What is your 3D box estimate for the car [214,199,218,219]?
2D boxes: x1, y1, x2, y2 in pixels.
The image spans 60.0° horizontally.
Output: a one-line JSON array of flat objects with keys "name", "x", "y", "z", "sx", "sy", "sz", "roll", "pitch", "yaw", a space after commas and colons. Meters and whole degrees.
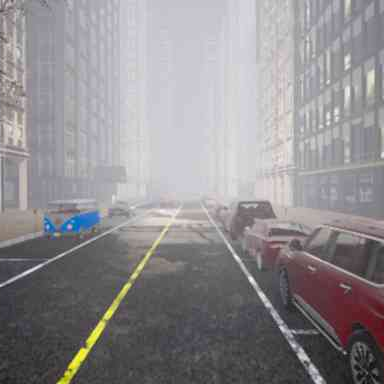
[{"name": "car", "x": 2.670, "y": 1.405, "z": 21.977, "sx": 1.752, "sy": 1.417, "sz": 4.829, "roll": 0, "pitch": 0, "yaw": 0}]

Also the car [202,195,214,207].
[{"name": "car", "x": 2.655, "y": 1.272, "z": 44.771, "sx": 1.752, "sy": 1.417, "sz": 4.829, "roll": 0, "pitch": 0, "yaw": 0}]

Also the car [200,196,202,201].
[{"name": "car", "x": 2.647, "y": 1.242, "z": 55.998, "sx": 1.947, "sy": 1.339, "sz": 4.313, "roll": 0, "pitch": 0, "yaw": 0}]

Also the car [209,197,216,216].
[{"name": "car", "x": 2.666, "y": 1.393, "z": 27.506, "sx": 1.887, "sy": 1.381, "sz": 4.507, "roll": 0, "pitch": 0, "yaw": 0}]

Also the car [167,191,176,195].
[{"name": "car", "x": -5.758, "y": 0.992, "z": 90.183, "sx": 1.887, "sy": 1.381, "sz": 4.507, "roll": 0, "pitch": 0, "yaw": 0}]

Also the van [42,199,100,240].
[{"name": "van", "x": -5.707, "y": 1.255, "z": 16.107, "sx": 1.690, "sy": 1.788, "sz": 3.998, "roll": 0, "pitch": 0, "yaw": 0}]

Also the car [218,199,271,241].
[{"name": "car", "x": 2.674, "y": 1.227, "z": 16.109, "sx": 2.192, "sy": 1.841, "sz": 5.009, "roll": 0, "pitch": 0, "yaw": 0}]

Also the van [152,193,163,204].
[{"name": "van", "x": -5.735, "y": 1.020, "z": 55.994, "sx": 1.690, "sy": 1.788, "sz": 3.998, "roll": 0, "pitch": 0, "yaw": 0}]

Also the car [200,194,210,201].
[{"name": "car", "x": 2.638, "y": 1.168, "z": 67.394, "sx": 1.947, "sy": 1.339, "sz": 4.313, "roll": 0, "pitch": 0, "yaw": 0}]

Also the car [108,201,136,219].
[{"name": "car", "x": -5.714, "y": 1.402, "z": 27.502, "sx": 2.008, "sy": 1.369, "sz": 4.403, "roll": 0, "pitch": 0, "yaw": 0}]

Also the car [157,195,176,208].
[{"name": "car", "x": -3.031, "y": 1.361, "z": 42.823, "sx": 1.895, "sy": 1.301, "sz": 4.718, "roll": 0, "pitch": 0, "yaw": 0}]

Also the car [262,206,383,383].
[{"name": "car", "x": 2.682, "y": 1.289, "z": 4.712, "sx": 2.192, "sy": 1.841, "sz": 5.009, "roll": 0, "pitch": 0, "yaw": 0}]

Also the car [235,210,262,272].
[{"name": "car", "x": 2.679, "y": 1.488, "z": 10.411, "sx": 1.887, "sy": 1.381, "sz": 4.507, "roll": 0, "pitch": 0, "yaw": 0}]
